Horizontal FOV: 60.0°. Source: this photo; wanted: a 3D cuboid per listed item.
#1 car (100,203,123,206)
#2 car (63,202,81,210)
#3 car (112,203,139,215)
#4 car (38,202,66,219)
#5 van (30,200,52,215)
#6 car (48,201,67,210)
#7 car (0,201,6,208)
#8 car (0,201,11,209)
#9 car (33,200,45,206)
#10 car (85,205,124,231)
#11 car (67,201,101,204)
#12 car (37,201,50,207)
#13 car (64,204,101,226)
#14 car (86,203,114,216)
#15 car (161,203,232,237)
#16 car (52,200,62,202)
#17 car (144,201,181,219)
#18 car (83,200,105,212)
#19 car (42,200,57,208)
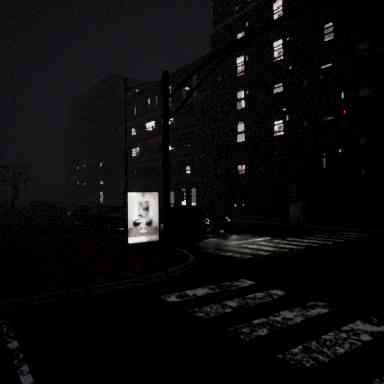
[{"bbox_3d":[-5.781,1.881,28.162,1.837,1.490,4.892,-1,-1,-36],"label":"car"},{"bbox_3d":[-21.560,2.423,59.703,1.802,1.307,4.206,-2,0,-36],"label":"car"},{"bbox_3d":[-8.401,2.096,41.730,1.802,1.307,4.206,-2,0,-36],"label":"car"},{"bbox_3d":[-14.895,2.114,36.133,1.887,1.381,4.507,-2,0,-36],"label":"car"},{"bbox_3d":[-19.828,2.034,43.010,1.690,1.788,3.998,-2,0,-36],"label":"van"},{"bbox_3d":[-23.353,2.332,57.781,1.882,1.535,5.008,-1,-1,-36],"label":"car"},{"bbox_3d":[-44.710,2.861,77.303,1.887,1.381,4.507,-2,0,-36],"label":"car"},{"bbox_3d":[-38.162,2.703,68.293,2.008,1.369,4.403,-2,0,-36],"label":"car"},{"bbox_3d":[-37.931,2.796,82.229,1.887,1.381,4.507,-2,0,-36],"label":"car"},{"bbox_3d":[-5.526,1.887,23.164,2.008,1.369,4.403,-2,0,-36],"label":"car"},{"bbox_3d":[-11.826,2.052,36.484,1.812,1.442,4.674,-1,-1,-36],"label":"car"},{"bbox_3d":[-34.656,2.735,77.724,1.947,1.339,4.313,-2,0,-36],"label":"car"},{"bbox_3d":[-8.800,1.969,27.669,2.008,1.369,4.403,-2,0,-36],"label":"car"},{"bbox_3d":[-11.607,2.124,41.618,1.994,1.385,4.181,-1,-1,-36],"label":"car"},{"bbox_3d":[0.275,1.579,19.888,2.097,1.767,4.553,-1,-1,-37],"label":"car"},{"bbox_3d":[-20.414,2.307,48.457,1.994,1.385,4.181,-1,-1,-36],"label":"car"},{"bbox_3d":[-3.130,1.823,34.557,1.967,1.590,4.097,-2,0,-36],"label":"car"},{"bbox_3d":[-15.012,2.118,50.696,1.967,1.590,4.097,-2,0,-36],"label":"car"},{"bbox_3d":[-31.386,2.527,73.219,1.967,1.590,4.097,-2,0,-36],"label":"car"}]
